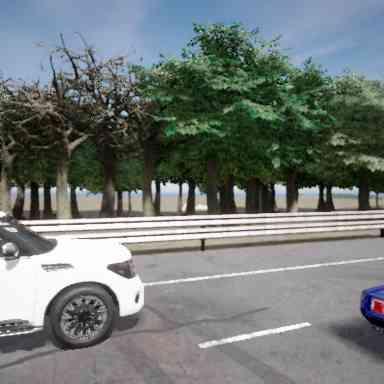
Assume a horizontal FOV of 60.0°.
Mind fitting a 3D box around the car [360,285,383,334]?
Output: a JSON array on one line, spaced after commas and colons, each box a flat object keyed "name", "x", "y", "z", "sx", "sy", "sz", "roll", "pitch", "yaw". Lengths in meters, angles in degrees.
[{"name": "car", "x": 4.924, "y": 1.627, "z": 4.950, "sx": 4.718, "sy": 1.301, "sz": 1.895, "roll": 0, "pitch": 0, "yaw": -23}]

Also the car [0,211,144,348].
[{"name": "car", "x": -3.576, "y": 1.231, "z": 5.029, "sx": 5.566, "sy": 2.045, "sz": 2.150, "roll": 0, "pitch": 0, "yaw": -24}]
